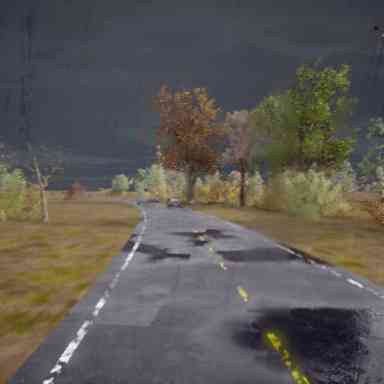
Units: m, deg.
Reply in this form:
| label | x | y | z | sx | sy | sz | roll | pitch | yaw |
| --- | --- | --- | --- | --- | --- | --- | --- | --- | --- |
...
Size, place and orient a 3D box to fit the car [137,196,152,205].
| label | x | y | z | sx | sy | sz | roll | pitch | yaw |
| --- | --- | --- | --- | --- | --- | --- | --- | --- | --- |
| car | -8.743 | 1.528 | 59.500 | 1.837 | 1.490 | 4.892 | 0 | 0 | -14 |

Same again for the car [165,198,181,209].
| label | x | y | z | sx | sy | sz | roll | pitch | yaw |
| --- | --- | --- | --- | --- | --- | --- | --- | --- | --- |
| car | -2.660 | 1.566 | 47.278 | 1.812 | 1.442 | 4.674 | 0 | 0 | -12 |

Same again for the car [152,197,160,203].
| label | x | y | z | sx | sy | sz | roll | pitch | yaw |
| --- | --- | --- | --- | --- | --- | --- | --- | --- | --- |
| car | -7.989 | 1.640 | 68.123 | 1.895 | 1.301 | 4.718 | 0 | 0 | -16 |
